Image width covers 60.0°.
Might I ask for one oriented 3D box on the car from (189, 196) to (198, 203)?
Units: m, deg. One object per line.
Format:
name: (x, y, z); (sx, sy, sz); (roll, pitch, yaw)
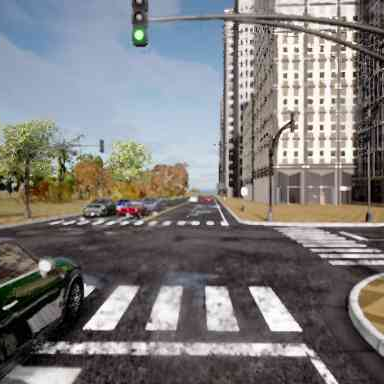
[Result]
car: (0.361, 1.601, 72.129); (1.812, 1.442, 4.674); (0, 0, 3)

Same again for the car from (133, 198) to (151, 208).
car: (-7.498, 1.600, 50.230); (1.994, 1.385, 4.181); (0, 0, 3)

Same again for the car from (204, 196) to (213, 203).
car: (3.602, 1.632, 71.875); (1.994, 1.385, 4.181); (0, 0, 3)

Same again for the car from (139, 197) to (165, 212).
car: (-4.862, 1.379, 39.714); (2.097, 1.767, 4.553); (0, 0, 3)

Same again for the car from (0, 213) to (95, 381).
car: (-3.055, 1.353, 4.348); (2.097, 1.767, 4.553); (0, 0, 1)

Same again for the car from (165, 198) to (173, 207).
car: (-4.120, 1.606, 52.206); (1.994, 1.385, 4.181); (0, 0, 4)

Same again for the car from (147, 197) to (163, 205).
car: (-6.806, 1.600, 61.036); (2.033, 1.411, 5.357); (0, 0, 4)

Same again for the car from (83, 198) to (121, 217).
car: (-8.598, 1.367, 31.454); (2.097, 1.767, 4.553); (0, 0, 3)

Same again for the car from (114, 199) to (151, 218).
car: (-5.387, 1.619, 30.709); (1.895, 1.301, 4.718); (0, 0, 3)
